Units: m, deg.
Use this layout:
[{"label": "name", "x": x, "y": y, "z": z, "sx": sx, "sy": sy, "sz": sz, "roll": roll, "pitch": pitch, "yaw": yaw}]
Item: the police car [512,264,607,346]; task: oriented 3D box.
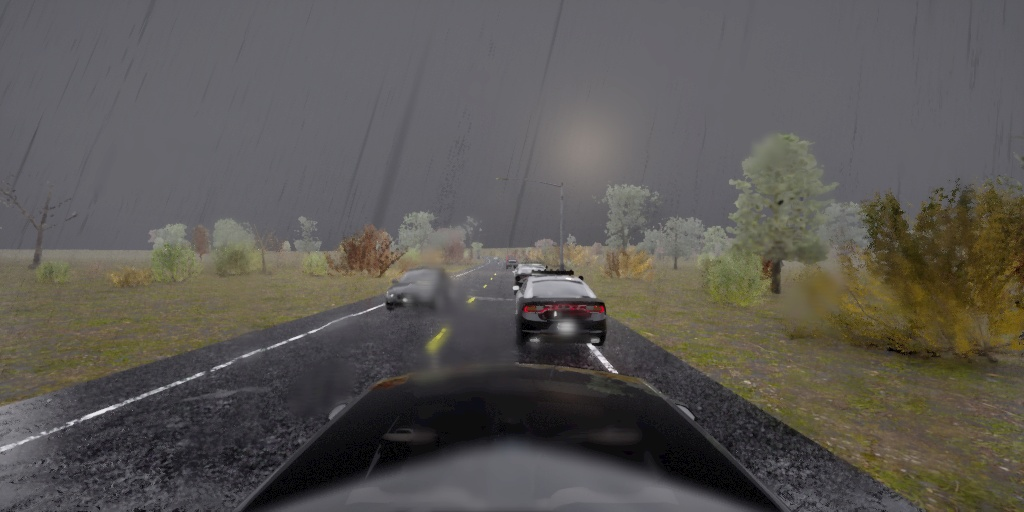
[{"label": "police car", "x": 1.050, "y": 1.170, "z": 9.512, "sx": 1.930, "sy": 1.638, "sz": 5.238, "roll": 0, "pitch": 0, "yaw": 0}]

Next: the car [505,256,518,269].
[{"label": "car", "x": 0.057, "y": 1.166, "z": 52.581, "sx": 1.837, "sy": 1.490, "sz": 4.892, "roll": 0, "pitch": 0, "yaw": 0}]

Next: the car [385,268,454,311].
[{"label": "car", "x": -3.500, "y": 1.245, "z": 14.363, "sx": 1.837, "sy": 1.490, "sz": 4.892, "roll": 0, "pitch": 0, "yaw": 0}]

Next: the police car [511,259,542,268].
[{"label": "police car", "x": 1.050, "y": 1.159, "z": 19.514, "sx": 1.930, "sy": 1.638, "sz": 5.238, "roll": 0, "pitch": 0, "yaw": 0}]
